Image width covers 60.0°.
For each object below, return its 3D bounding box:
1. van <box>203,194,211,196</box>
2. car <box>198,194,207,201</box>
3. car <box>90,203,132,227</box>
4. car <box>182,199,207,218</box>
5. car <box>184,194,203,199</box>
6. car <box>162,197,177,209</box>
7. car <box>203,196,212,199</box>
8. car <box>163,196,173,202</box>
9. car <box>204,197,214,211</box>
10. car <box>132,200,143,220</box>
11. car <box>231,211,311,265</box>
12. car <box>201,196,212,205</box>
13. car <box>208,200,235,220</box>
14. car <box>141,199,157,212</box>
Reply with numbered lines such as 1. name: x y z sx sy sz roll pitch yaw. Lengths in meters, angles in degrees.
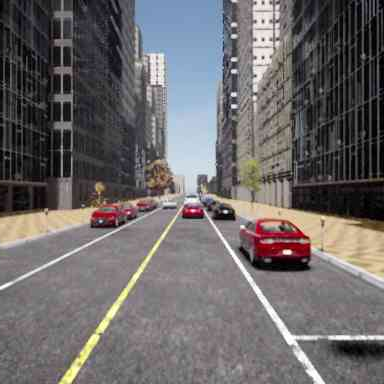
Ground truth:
1. van: 2.695 1.429 57.167 1.690 1.788 3.998 0 0 0
2. car: 2.697 1.418 85.626 2.192 1.841 5.009 0 0 0
3. car: -5.687 1.590 23.018 1.887 1.381 4.507 0 0 0
4. car: 0.093 1.621 31.262 1.994 1.385 4.181 0 0 0
5. car: 0.007 1.301 46.865 2.150 2.045 5.566 0 0 0
6. car: -3.086 1.678 46.106 1.895 1.301 4.718 0 0 0
7. car: 2.695 1.649 51.472 1.947 1.339 4.313 0 0 0
8. car: -5.685 1.652 79.946 2.008 1.369 4.403 0 0 0
9. car: 2.694 1.635 40.088 1.947 1.339 4.313 0 0 0
10. car: -5.687 1.636 28.712 1.802 1.307 4.206 0 0 0
11. car: 2.693 1.570 11.627 1.887 1.381 4.507 0 0 0
12. car: 2.696 1.533 62.858 1.967 1.590 4.097 0 0 0
13. car: 2.693 1.620 28.704 1.947 1.339 4.313 0 0 0
14. car: -5.686 1.615 40.097 1.887 1.381 4.507 0 0 0
